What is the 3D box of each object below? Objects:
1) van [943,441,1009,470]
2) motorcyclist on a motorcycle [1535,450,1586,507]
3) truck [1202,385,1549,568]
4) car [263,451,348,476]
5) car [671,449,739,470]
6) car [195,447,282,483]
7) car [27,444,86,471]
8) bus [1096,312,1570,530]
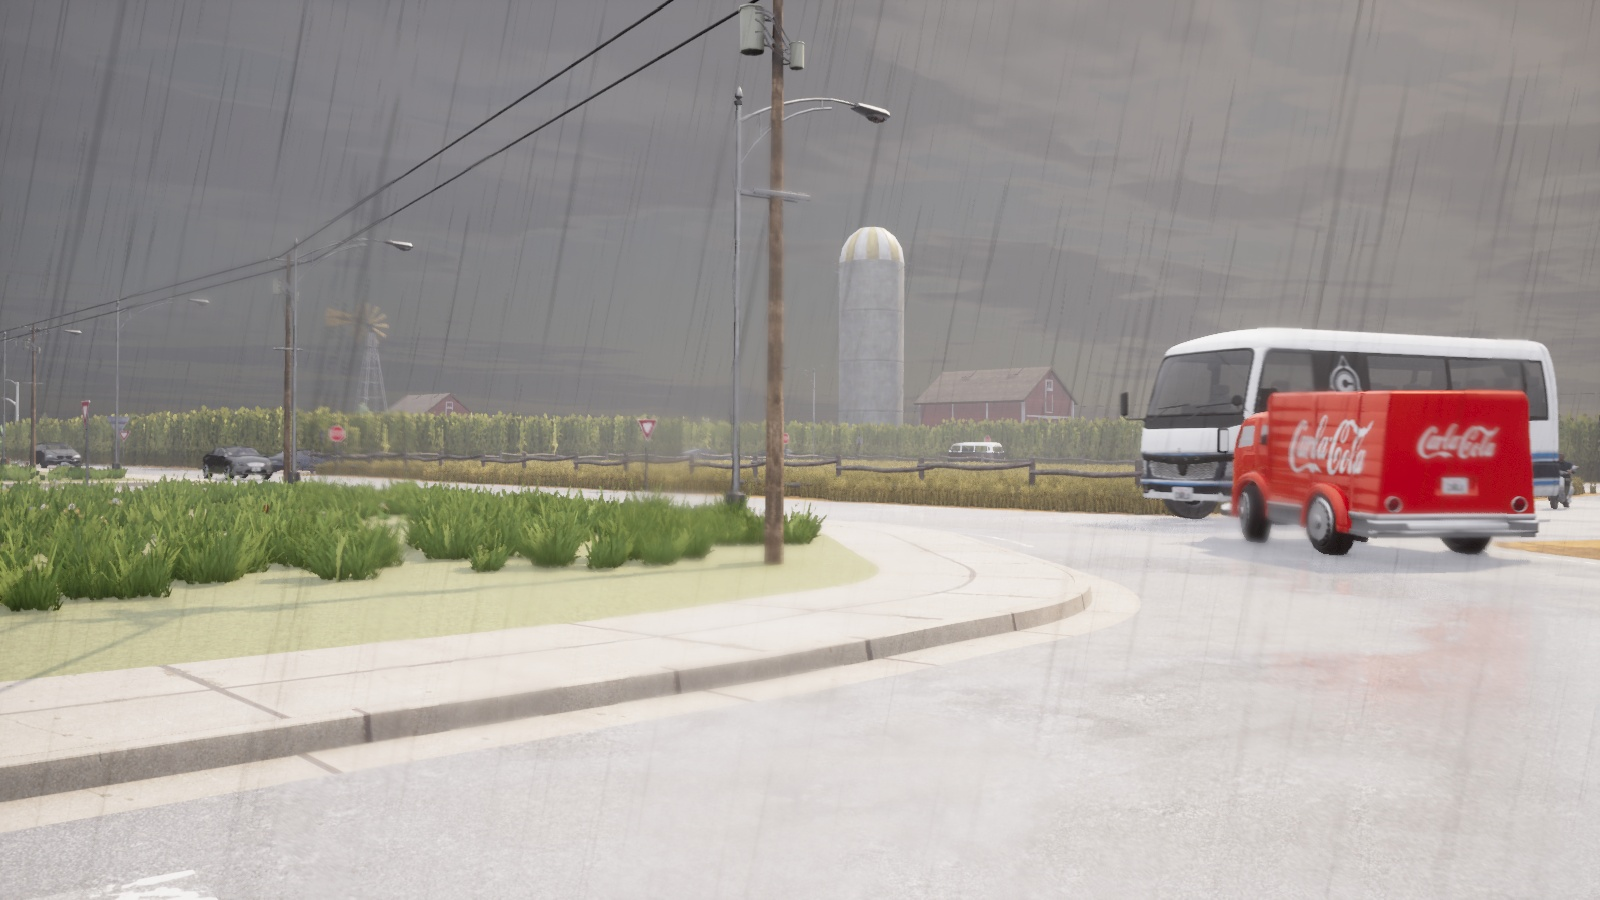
[{"bbox_3d":[12.970,0.393,92.609,2.069,2.038,4.480,0,1,-42],"label":"van"},{"bbox_3d":[21.573,0.789,35.609,0.866,1.590,1.817,0,0,44],"label":"motorcyclist on a motorcycle"},{"bbox_3d":[8.690,0.291,19.708,2.627,2.467,5.204,0,1,-6],"label":"truck"},{"bbox_3d":[-28.449,0.750,72.372,1.994,1.385,4.181,0,0,31],"label":"car"},{"bbox_3d":[-7.009,0.698,93.017,4.892,1.490,1.837,-1,1,-43],"label":"car"},{"bbox_3d":[-25.256,0.645,56.378,2.128,1.511,4.902,0,0,-43],"label":"car"},{"bbox_3d":[-47.680,0.470,80.471,2.242,1.667,4.611,0,0,-44],"label":"car"},{"bbox_3d":[12.146,-0.578,28.492,10.273,4.253,3.944,0,0,-24],"label":"bus"}]
